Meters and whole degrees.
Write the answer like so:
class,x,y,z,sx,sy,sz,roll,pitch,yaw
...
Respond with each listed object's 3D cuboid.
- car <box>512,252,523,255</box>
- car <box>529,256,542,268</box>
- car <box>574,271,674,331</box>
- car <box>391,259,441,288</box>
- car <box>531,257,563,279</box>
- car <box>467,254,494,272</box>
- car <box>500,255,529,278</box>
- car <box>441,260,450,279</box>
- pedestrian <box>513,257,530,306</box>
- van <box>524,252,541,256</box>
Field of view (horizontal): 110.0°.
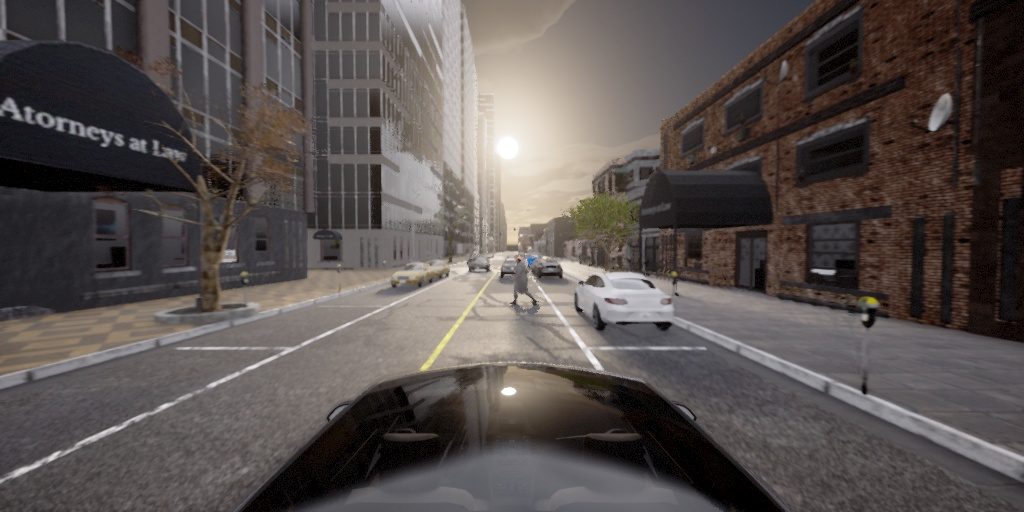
class,x,y,z,sx,sy,sz,roll,pitch,yaw
car,0.082,0.536,47.059,1.882,1.535,5.008,0,1,0
car,2.697,0.866,32.295,1.802,1.307,4.207,0,0,0
car,3.002,1.144,10.368,1.812,1.442,4.674,0,1,0
car,-5.687,0.978,21.071,1.751,1.417,4.829,0,0,0
car,2.695,0.934,26.761,1.948,1.339,4.313,0,0,0
car,-3.078,0.772,34.740,1.812,1.442,4.674,0,1,0
car,0.046,0.895,28.136,2.033,1.411,5.357,0,1,1
car,-5.686,0.894,26.605,1.751,1.417,4.829,0,0,0
pedestrian,0.335,0.870,13.094,0.375,1.860,0.375,-1,2,-2
van,2.700,0.456,43.362,1.690,1.789,3.998,0,0,0
